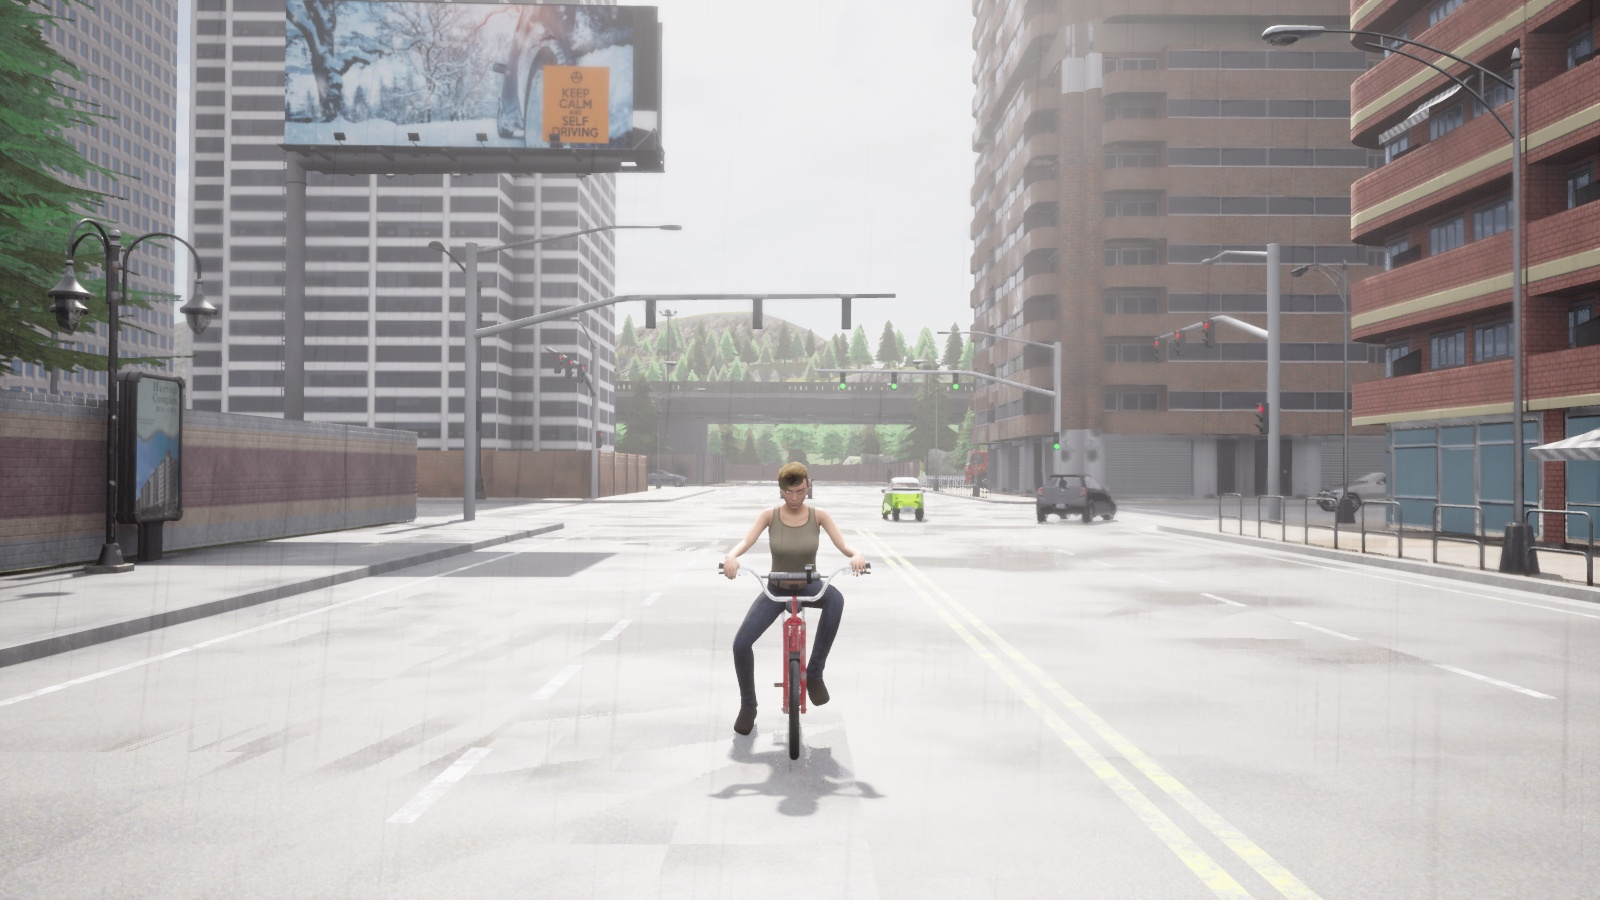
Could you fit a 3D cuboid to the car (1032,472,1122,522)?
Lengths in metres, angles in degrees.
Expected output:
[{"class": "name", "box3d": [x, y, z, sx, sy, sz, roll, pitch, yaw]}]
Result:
[{"class": "car", "box3d": [8.802, 1.459, 39.747, 1.845, 1.501, 3.633, -1, -1, 28]}]

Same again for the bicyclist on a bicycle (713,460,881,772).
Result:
[{"class": "bicyclist on a bicycle", "box3d": [-0.027, 0.873, 7.275, 0.866, 1.612, 1.509, 0, -1, -1]}]

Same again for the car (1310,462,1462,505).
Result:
[{"class": "car", "box3d": [23.241, 1.337, 49.939, 5.027, 1.651, 2.152, 0, -1, 0]}]

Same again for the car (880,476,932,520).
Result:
[{"class": "car", "box3d": [3.392, 1.535, 40.561, 1.481, 1.376, 2.207, 0, -1, 0]}]
